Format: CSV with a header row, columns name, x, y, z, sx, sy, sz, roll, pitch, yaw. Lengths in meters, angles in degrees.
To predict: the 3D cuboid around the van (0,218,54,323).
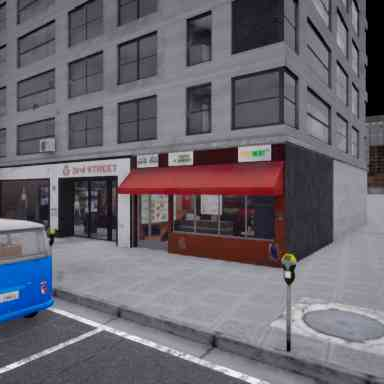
name,x,y,z,sx,sy,sz,roll,pitch,yaw
van,-4.259,1.341,6.093,3.998,1.788,1.690,0,0,35
